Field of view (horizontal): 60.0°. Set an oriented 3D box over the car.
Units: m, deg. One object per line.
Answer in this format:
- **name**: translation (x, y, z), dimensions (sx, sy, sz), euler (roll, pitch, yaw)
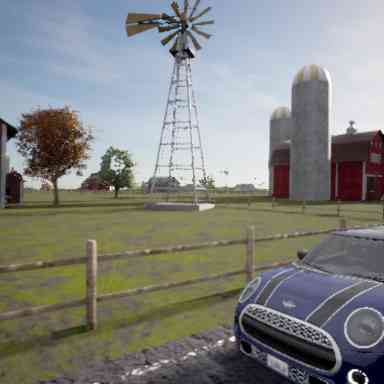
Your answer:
- **car**: translation (2.795, 1.357, 5.052), dimensions (4.553, 1.767, 2.097), euler (0, 0, -35)
